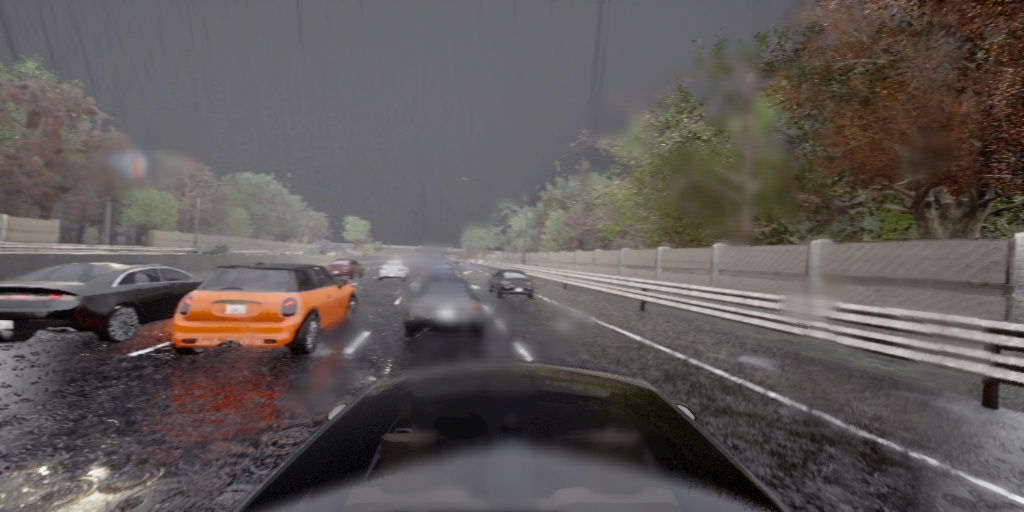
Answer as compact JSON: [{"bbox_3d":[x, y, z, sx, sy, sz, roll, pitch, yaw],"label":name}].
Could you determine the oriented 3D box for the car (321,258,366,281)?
[{"bbox_3d":[-12.004,0.894,25.890,1.812,1.442,4.674,3,0,-11],"label":"car"}]

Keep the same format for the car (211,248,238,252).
[{"bbox_3d":[-33.290,0.090,43.138,1.895,1.301,4.718,3,0,-10],"label":"car"}]

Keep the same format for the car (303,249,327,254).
[{"bbox_3d":[-27.425,0.049,49.873,2.150,2.045,5.566,3,0,-10],"label":"car"}]

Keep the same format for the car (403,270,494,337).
[{"bbox_3d":[-1.876,1.291,10.208,1.994,1.385,4.181,3,0,-11],"label":"car"}]

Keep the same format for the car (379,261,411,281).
[{"bbox_3d":[-8.592,1.063,26.575,1.812,1.442,4.674,3,0,-11],"label":"car"}]

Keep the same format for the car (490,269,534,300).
[{"bbox_3d":[-0.103,1.409,18.987,1.812,1.442,4.674,3,0,-11],"label":"car"}]

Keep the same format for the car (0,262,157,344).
[{"bbox_3d":[-8.586,0.879,8.102,2.128,1.511,4.902,3,0,-11],"label":"car"}]

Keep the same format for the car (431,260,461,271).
[{"bbox_3d":[-5.138,1.235,27.205,1.812,1.442,4.674,3,0,-11],"label":"car"}]

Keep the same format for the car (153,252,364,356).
[{"bbox_3d":[-5.020,0.911,8.103,2.097,1.767,4.553,3,0,-11],"label":"car"}]

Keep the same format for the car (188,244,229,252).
[{"bbox_3d":[-36.971,-0.461,43.972,2.150,2.045,5.566,3,0,-10],"label":"car"}]
